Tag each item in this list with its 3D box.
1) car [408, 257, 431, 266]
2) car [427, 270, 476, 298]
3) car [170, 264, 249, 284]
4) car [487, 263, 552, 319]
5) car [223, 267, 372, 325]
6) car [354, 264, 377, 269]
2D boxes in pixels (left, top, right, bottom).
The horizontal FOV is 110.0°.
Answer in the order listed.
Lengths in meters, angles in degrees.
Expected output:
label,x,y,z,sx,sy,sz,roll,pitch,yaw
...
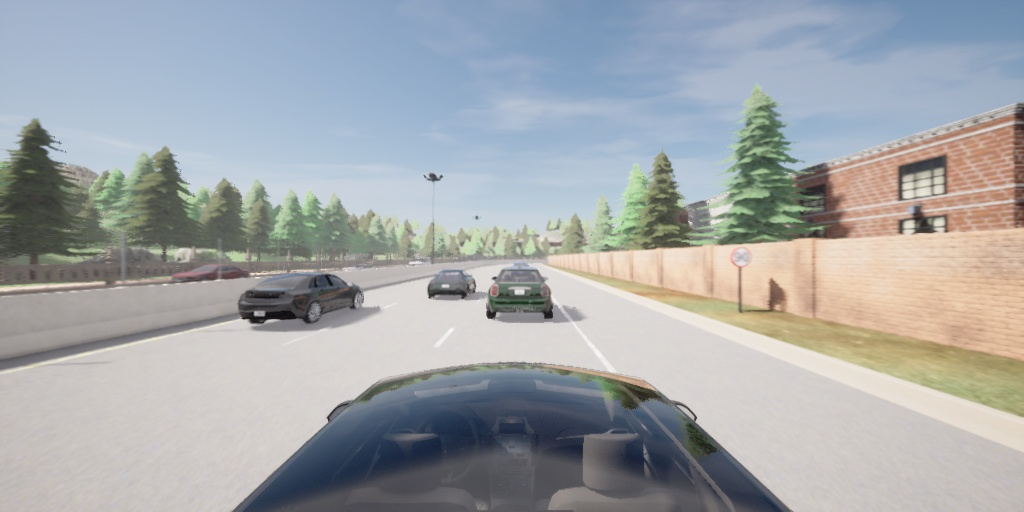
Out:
label,x,y,z,sx,sy,sz,roll,pitch,yaw
car,-12.917,1.202,50.347,2.150,2.045,5.566,0,0,2
car,-3.085,1.398,18.985,1.994,1.385,4.181,0,0,1
car,-20.639,1.317,24.787,1.882,1.535,5.008,0,0,2
car,0.286,1.161,13.313,2.097,1.767,4.553,0,0,1
car,-6.749,1.300,12.082,1.837,1.490,4.892,0,0,1
car,-16.730,1.521,39.634,1.895,1.301,4.718,0,0,2
